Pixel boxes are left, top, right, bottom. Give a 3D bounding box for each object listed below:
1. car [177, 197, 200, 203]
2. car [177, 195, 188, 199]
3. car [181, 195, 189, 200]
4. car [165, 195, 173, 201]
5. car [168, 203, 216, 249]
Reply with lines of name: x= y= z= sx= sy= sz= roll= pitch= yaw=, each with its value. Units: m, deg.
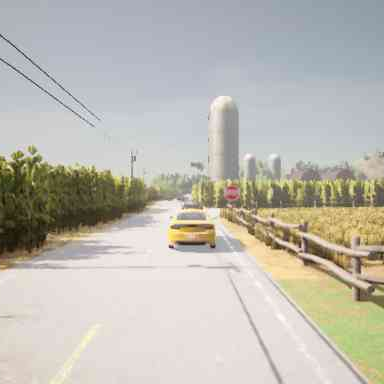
car: x=0.000 y=1.492 z=29.653 sx=2.128 sy=1.511 sz=4.902 roll=0 pitch=0 yaw=0
car: x=-2.572 y=1.463 z=78.031 sx=2.033 sy=1.411 sz=5.357 roll=0 pitch=0 yaw=0
car: x=-1.994 y=1.506 z=92.755 sx=1.895 sy=1.301 sz=4.718 roll=0 pitch=0 yaw=4
car: x=-5.708 y=1.526 z=83.157 sx=2.033 sy=1.411 sz=5.357 roll=0 pitch=0 yaw=0
car: x=0.000 y=1.482 z=14.650 sx=1.882 sy=1.535 sz=5.008 roll=0 pitch=0 yaw=0
